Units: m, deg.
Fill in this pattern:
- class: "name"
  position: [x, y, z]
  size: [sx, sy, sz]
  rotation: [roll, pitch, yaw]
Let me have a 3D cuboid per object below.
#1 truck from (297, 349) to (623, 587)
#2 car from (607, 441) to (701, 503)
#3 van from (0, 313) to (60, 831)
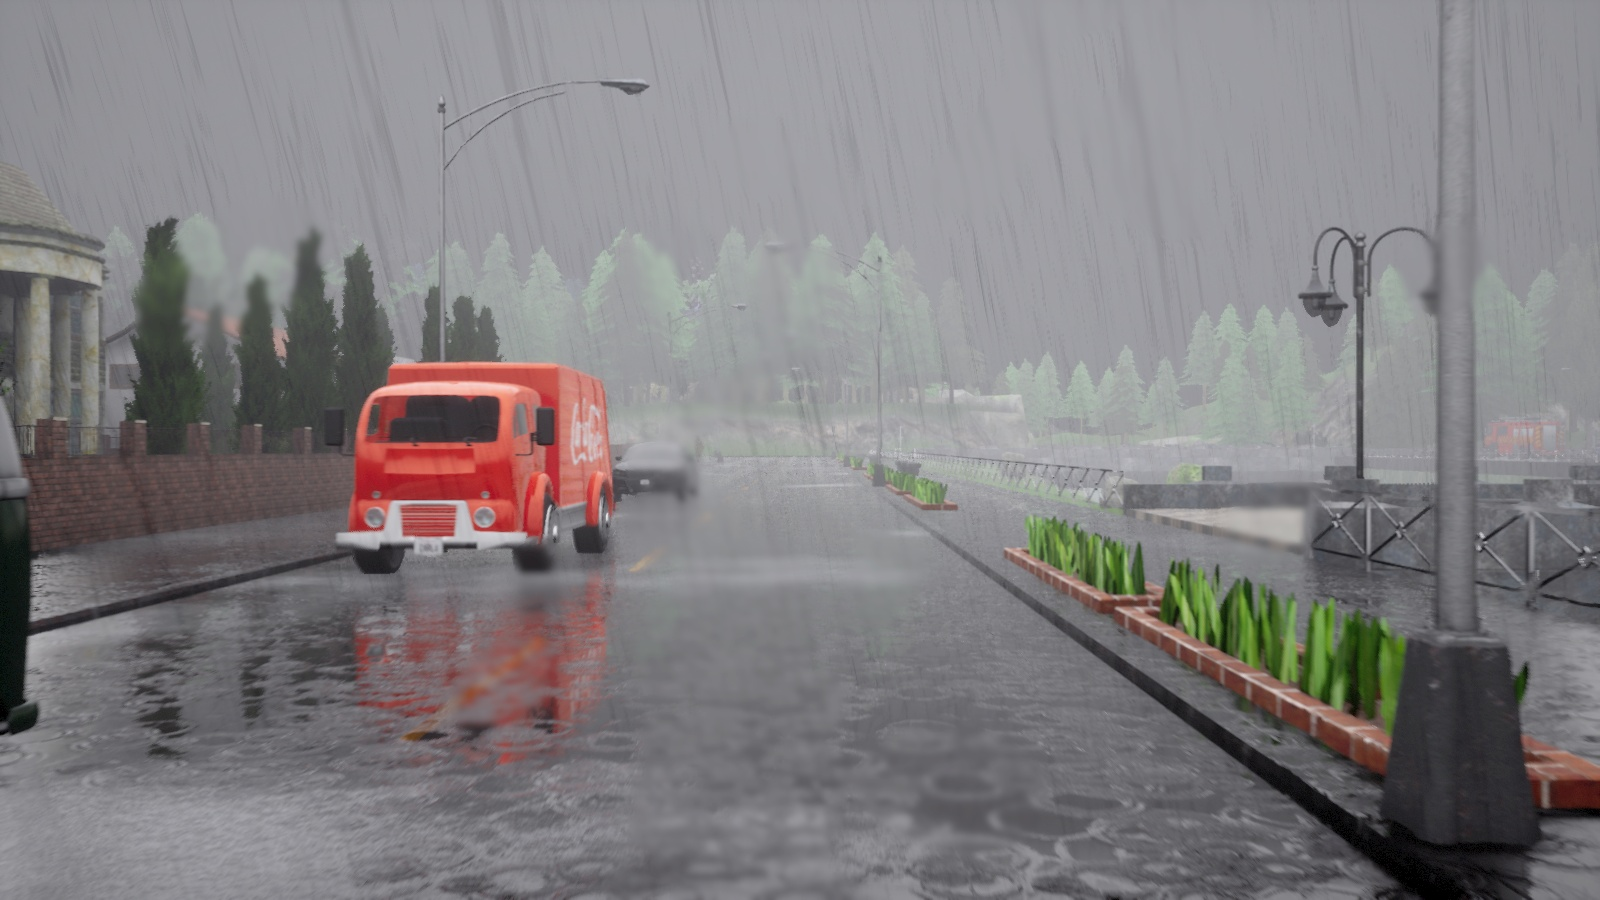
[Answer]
- class: "truck"
  position: [-3.895, 0.169, 15.628]
  size: [2.627, 2.467, 5.204]
  rotation: [0, 0, 0]
- class: "car"
  position: [-3.793, 0.533, 33.406]
  size: [1.882, 1.535, 5.008]
  rotation: [0, 0, 0]
- class: "van"
  position: [-3.968, 0.479, 2.988]
  size: [1.775, 1.987, 4.442]
  rotation: [0, 0, 0]
